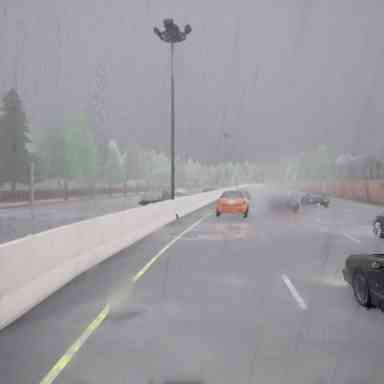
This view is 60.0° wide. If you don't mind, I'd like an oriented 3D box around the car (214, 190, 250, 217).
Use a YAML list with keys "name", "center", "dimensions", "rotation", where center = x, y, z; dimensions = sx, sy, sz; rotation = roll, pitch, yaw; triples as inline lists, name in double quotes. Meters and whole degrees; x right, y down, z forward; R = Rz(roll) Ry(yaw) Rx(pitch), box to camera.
- name: "car"
  center: [2.970, 0.696, 23.578]
  dimensions: [2.097, 1.767, 4.553]
  rotation: [0, 2, 11]

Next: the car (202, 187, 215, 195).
- name: "car"
  center: [3.316, -0.210, 65.965]
  dimensions: [1.895, 1.301, 4.718]
  rotation: [0, 2, 11]

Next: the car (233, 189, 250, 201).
- name: "car"
  center: [6.314, 0.390, 42.344]
  dimensions: [1.994, 1.385, 4.181]
  rotation: [0, 2, 11]

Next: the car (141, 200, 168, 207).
- name: "car"
  center: [-3.200, 0.656, 29.575]
  dimensions: [1.882, 1.535, 5.008]
  rotation: [0, 1, 10]

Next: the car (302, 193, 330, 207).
- name: "car"
  center: [11.572, 0.725, 31.591]
  dimensions: [1.895, 1.301, 4.718]
  rotation: [0, 2, 10]

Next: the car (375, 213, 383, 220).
- name: "car"
  center: [8.232, 1.173, 11.883]
  dimensions: [1.837, 1.490, 4.892]
  rotation: [0, 2, 8]

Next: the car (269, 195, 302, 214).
- name: "car"
  center: [6.964, 0.889, 25.611]
  dimensions: [1.895, 1.301, 4.718]
  rotation: [0, 2, 10]

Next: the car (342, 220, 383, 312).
- name: "car"
  center: [3.830, 1.425, 4.294]
  dimensions: [2.033, 1.411, 5.357]
  rotation: [0, 2, 4]
